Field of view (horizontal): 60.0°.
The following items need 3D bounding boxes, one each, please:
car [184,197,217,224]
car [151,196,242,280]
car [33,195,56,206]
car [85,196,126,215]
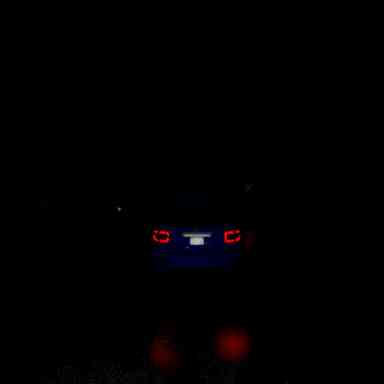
[{"bbox_3d":[0.729,1.219,23.707,1.882,1.535,5.008,0,1,7],"label":"car"},{"bbox_3d":[0.107,1.114,9.786,2.150,2.045,5.566,0,1,0],"label":"car"},{"bbox_3d":[-19.321,1.086,43.832,1.994,1.385,4.181,0,1,-9],"label":"car"},{"bbox_3d":[-7.831,1.164,29.937,2.128,1.511,4.902,0,1,-43],"label":"car"}]
